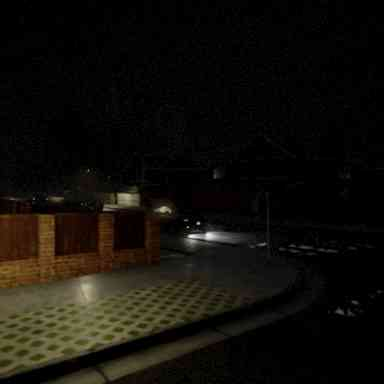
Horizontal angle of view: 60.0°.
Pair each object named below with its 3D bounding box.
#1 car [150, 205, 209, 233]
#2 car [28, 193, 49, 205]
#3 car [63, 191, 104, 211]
[{"bbox_3d":[-0.960,1.441,18.908,1.994,1.385,4.181,-2,2,-41],"label":"car"},{"bbox_3d":[-21.354,0.915,46.131,2.097,1.767,4.553,-2,1,-33],"label":"car"},{"bbox_3d":[-9.863,0.970,29.823,2.150,2.045,5.566,-2,2,-37],"label":"car"}]
